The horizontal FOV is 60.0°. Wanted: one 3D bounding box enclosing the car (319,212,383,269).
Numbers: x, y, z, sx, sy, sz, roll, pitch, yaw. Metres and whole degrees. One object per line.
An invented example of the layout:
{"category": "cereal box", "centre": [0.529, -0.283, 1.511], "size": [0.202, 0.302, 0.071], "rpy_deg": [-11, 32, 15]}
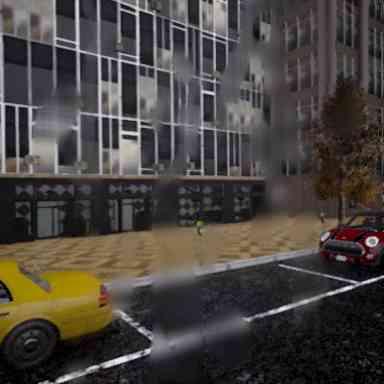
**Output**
{"category": "car", "centre": [5.951, 1.385, 10.803], "size": [4.097, 1.590, 1.967], "rpy_deg": [0, 0, -35]}

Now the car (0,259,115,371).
{"category": "car", "centre": [-3.447, 1.528, 4.112], "size": [4.829, 1.417, 1.752], "rpy_deg": [0, 0, -35]}
